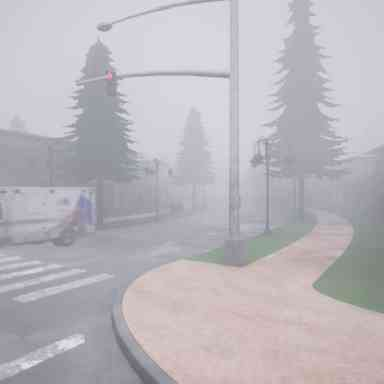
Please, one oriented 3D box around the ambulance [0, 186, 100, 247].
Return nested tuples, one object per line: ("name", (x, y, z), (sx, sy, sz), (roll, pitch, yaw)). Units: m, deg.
("ambulance", (-6.617, 1.009, 12.764), (2.351, 2.431, 6.366), (0, 0, 30))
